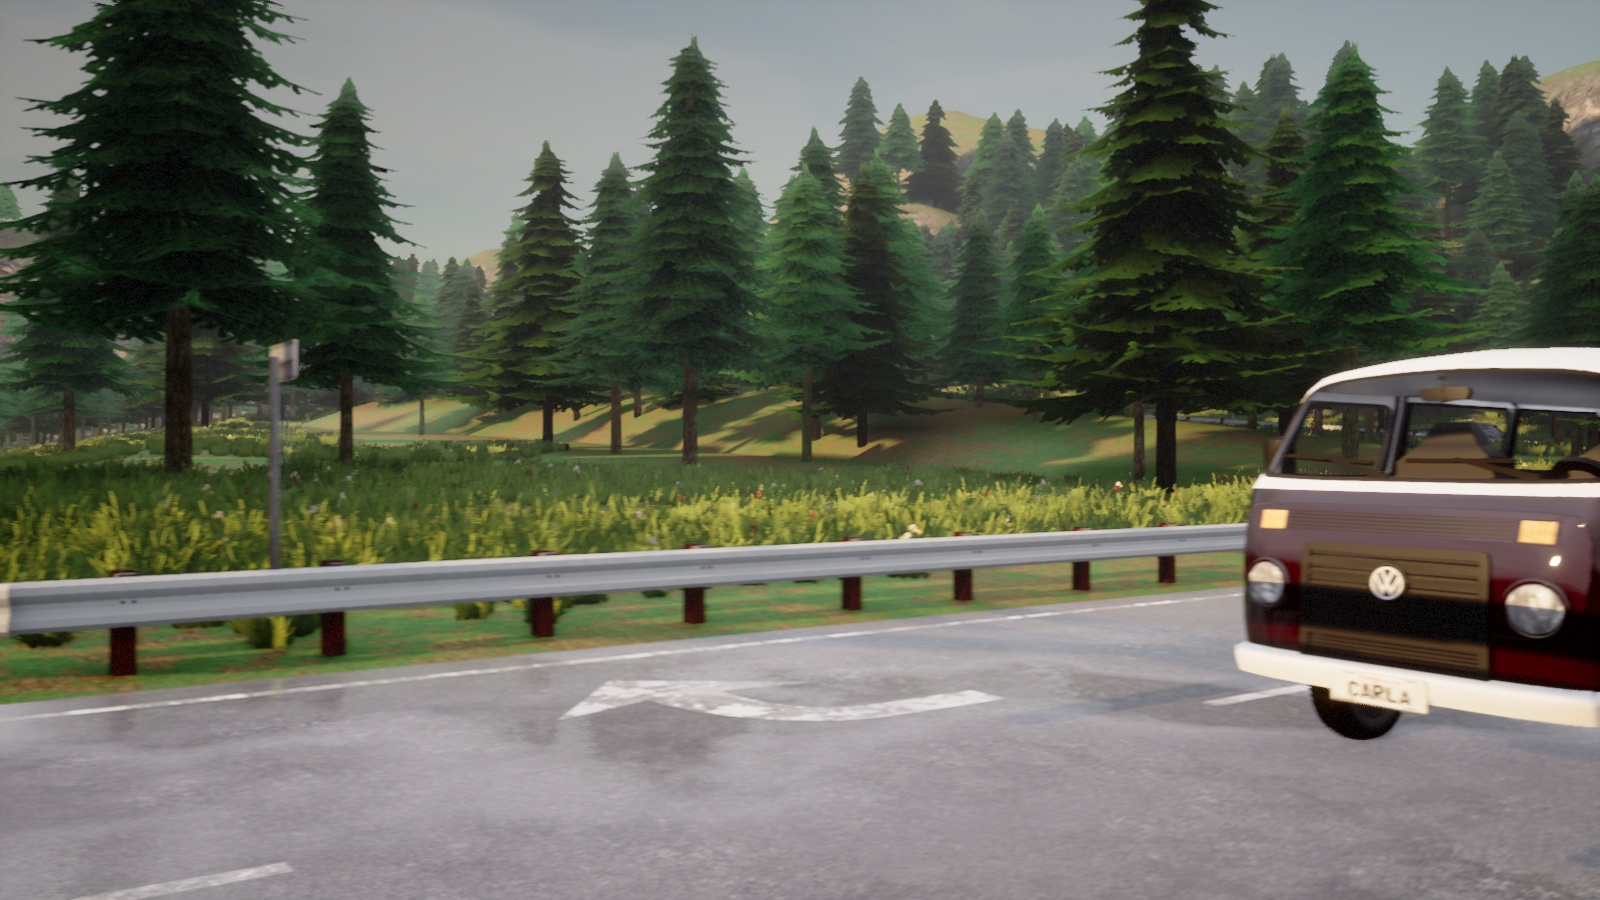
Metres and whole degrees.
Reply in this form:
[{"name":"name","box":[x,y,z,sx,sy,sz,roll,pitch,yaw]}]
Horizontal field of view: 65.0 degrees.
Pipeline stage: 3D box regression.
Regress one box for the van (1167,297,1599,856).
[{"name":"van","box":[4.239,0.479,6.609,4.480,2.038,2.069,0,0,-35]}]
